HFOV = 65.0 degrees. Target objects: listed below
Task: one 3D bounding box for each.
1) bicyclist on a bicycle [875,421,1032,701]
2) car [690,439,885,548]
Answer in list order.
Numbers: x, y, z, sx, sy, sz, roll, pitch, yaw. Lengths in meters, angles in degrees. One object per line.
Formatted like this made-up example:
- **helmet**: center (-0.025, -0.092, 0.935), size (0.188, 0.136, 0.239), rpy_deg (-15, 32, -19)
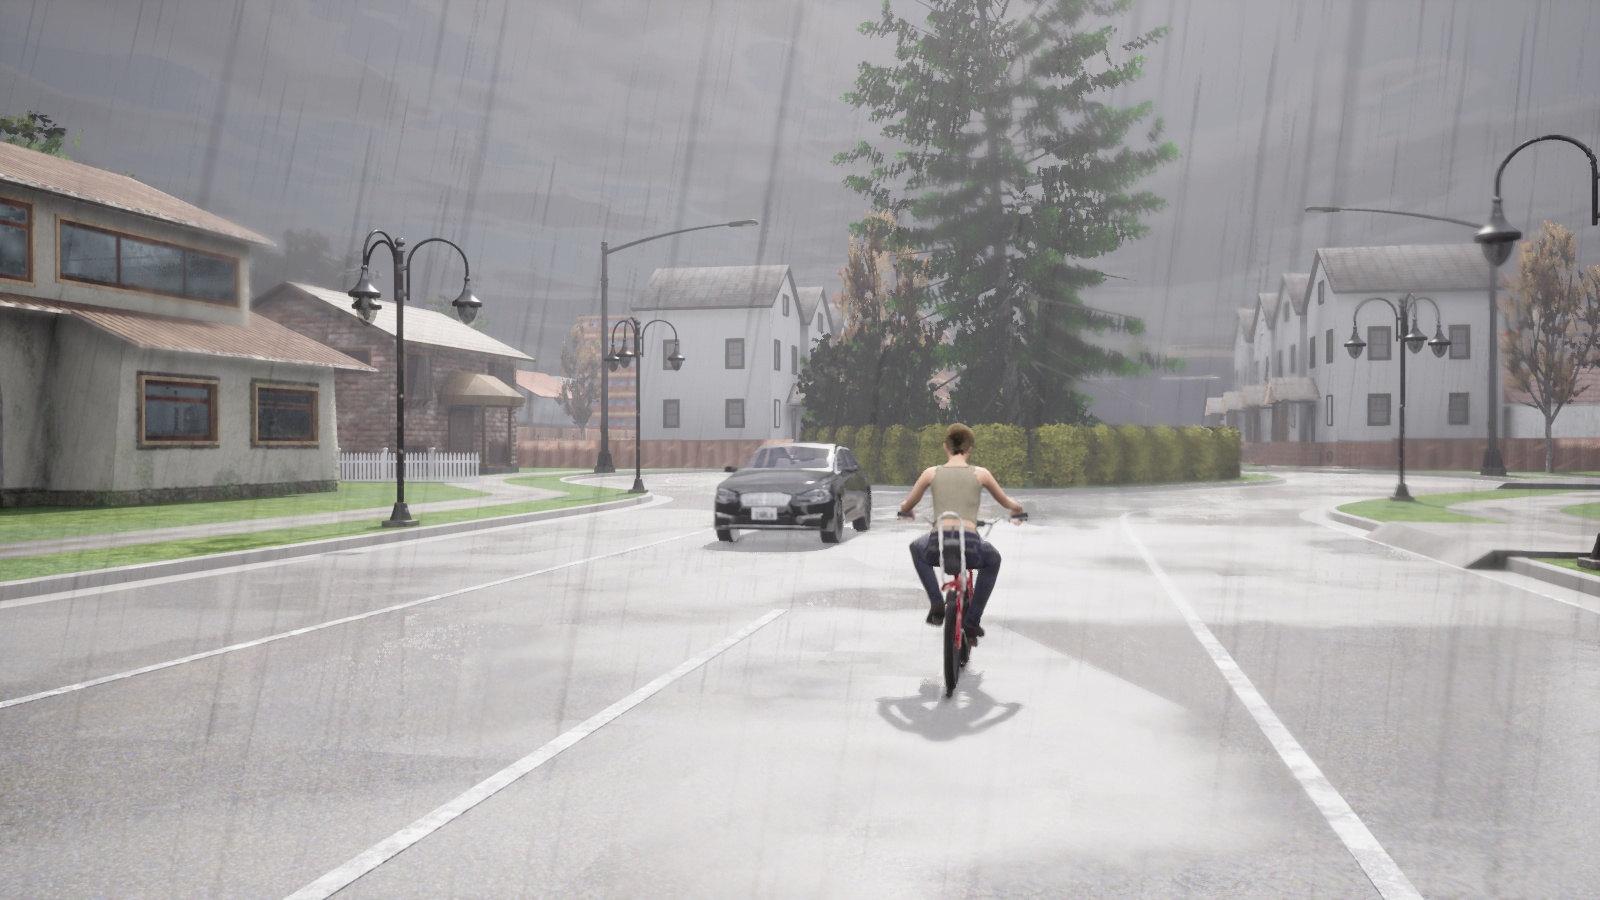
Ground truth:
- **bicyclist on a bicycle**: center (1.026, 0.638, 8.064), size (0.866, 1.612, 1.509), rpy_deg (0, 0, 12)
- **car**: center (-0.030, 0.589, 20.079), size (2.128, 1.511, 4.902), rpy_deg (0, 0, 12)
